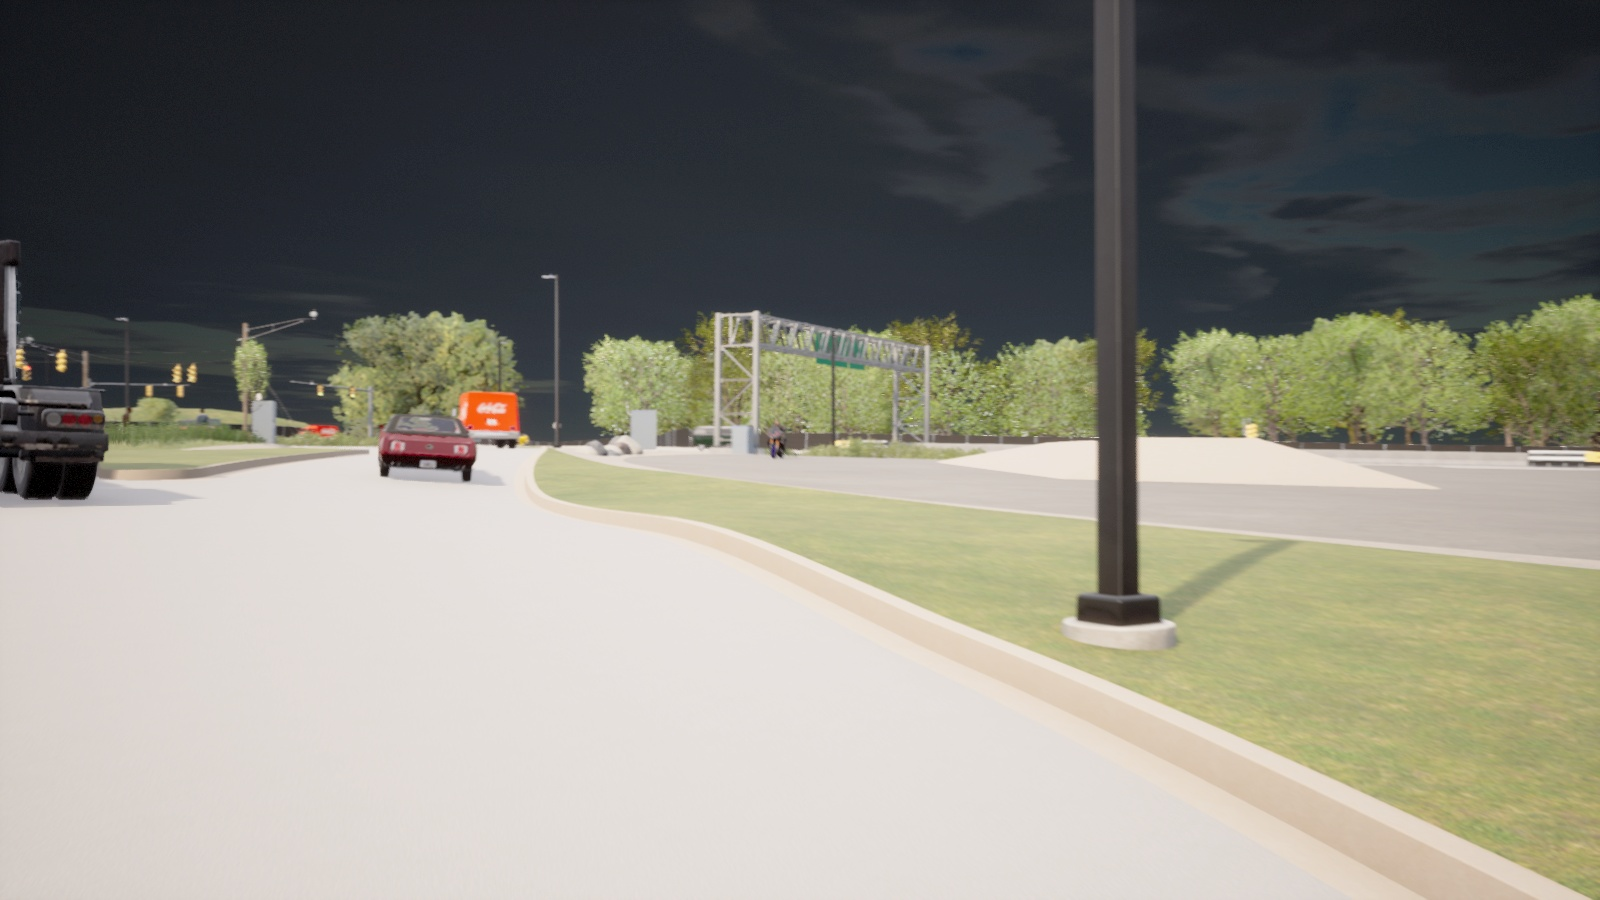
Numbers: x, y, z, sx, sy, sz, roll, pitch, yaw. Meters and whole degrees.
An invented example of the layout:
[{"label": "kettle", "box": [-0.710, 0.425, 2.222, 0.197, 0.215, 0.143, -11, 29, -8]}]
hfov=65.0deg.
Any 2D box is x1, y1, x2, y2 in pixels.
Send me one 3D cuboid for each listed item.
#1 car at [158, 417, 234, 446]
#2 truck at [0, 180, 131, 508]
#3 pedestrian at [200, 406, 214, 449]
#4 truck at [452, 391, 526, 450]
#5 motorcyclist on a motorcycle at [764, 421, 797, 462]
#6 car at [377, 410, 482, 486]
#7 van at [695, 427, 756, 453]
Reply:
[{"label": "car", "box": [-38.764, -1.187, 80.529, 4.553, 1.767, 2.097, 1, 0, 28]}, {"label": "truck", "box": [-11.315, -1.268, 16.067, 2.891, 3.462, 7.936, 2, 1, -42]}, {"label": "pedestrian", "box": [-26.717, -1.010, 56.596, 0.423, 1.949, 0.788, 0, -1, -38]}, {"label": "truck", "box": [-14.270, -1.286, 57.442, 2.627, 2.467, 5.204, 1, -1, -21]}, {"label": "motorcyclist on a motorcycle", "box": [-0.754, -0.330, 49.318, 0.866, 1.530, 2.191, 1, 1, 9]}, {"label": "car", "box": [-8.030, -0.105, 26.968, 1.895, 1.301, 4.718, 4, 2, -19]}, {"label": "van", "box": [-5.822, -0.781, 98.149, 4.442, 1.987, 1.775, 1, 0, 29]}]
